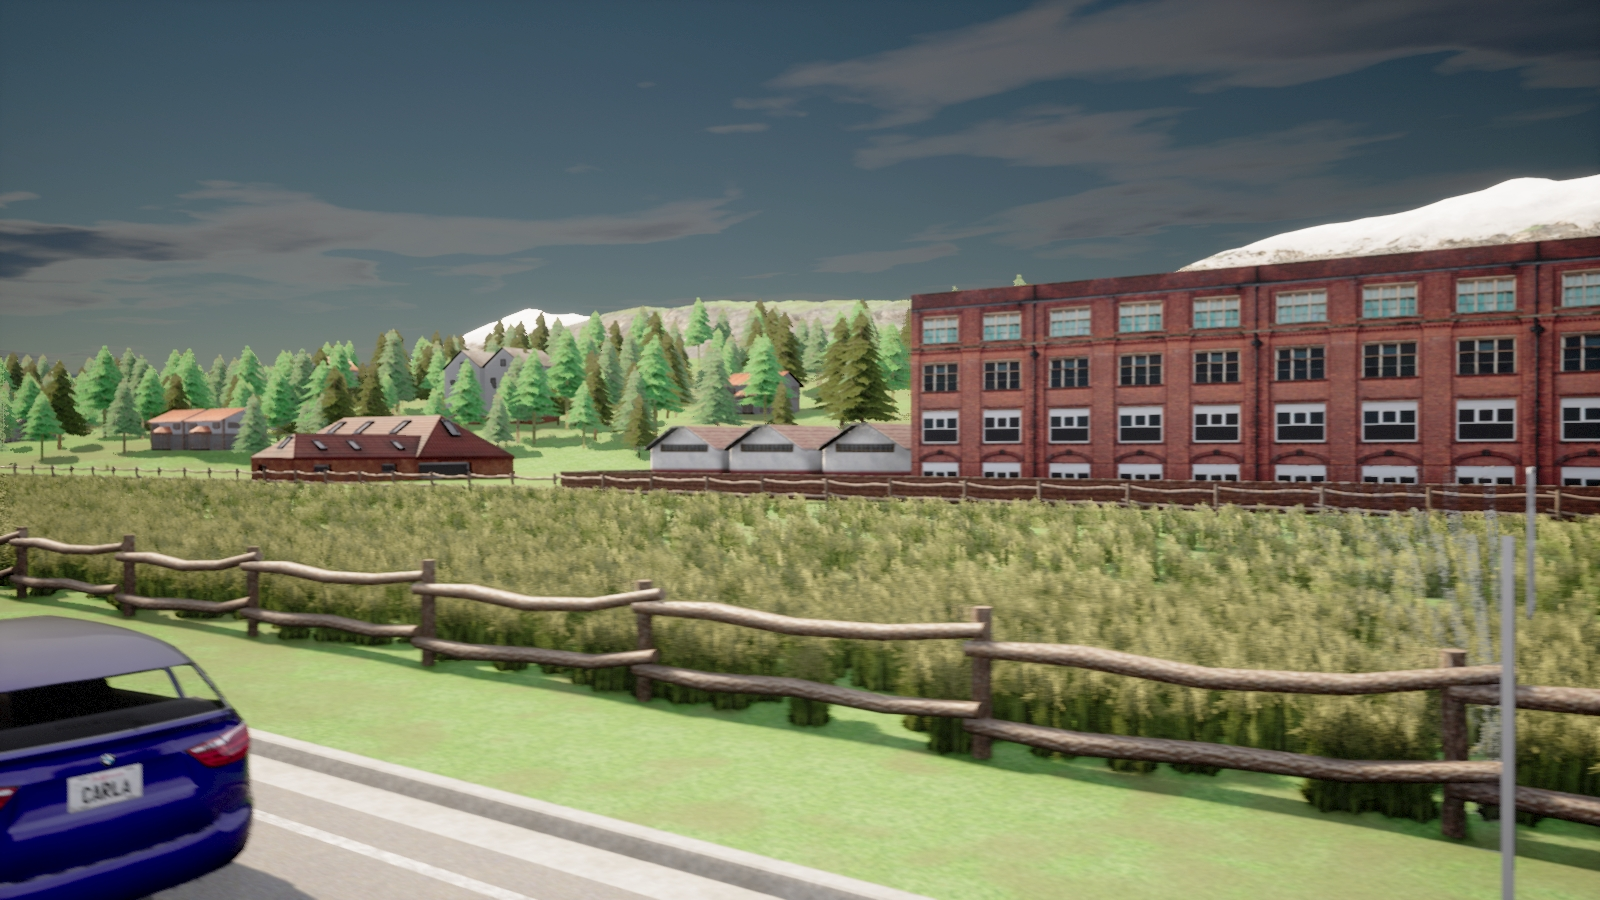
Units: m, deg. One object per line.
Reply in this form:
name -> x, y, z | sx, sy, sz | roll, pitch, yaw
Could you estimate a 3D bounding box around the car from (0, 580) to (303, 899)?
car -> -5.743, 1.968, 7.743 | 4.611, 1.667, 2.242 | 0, 0, 34
